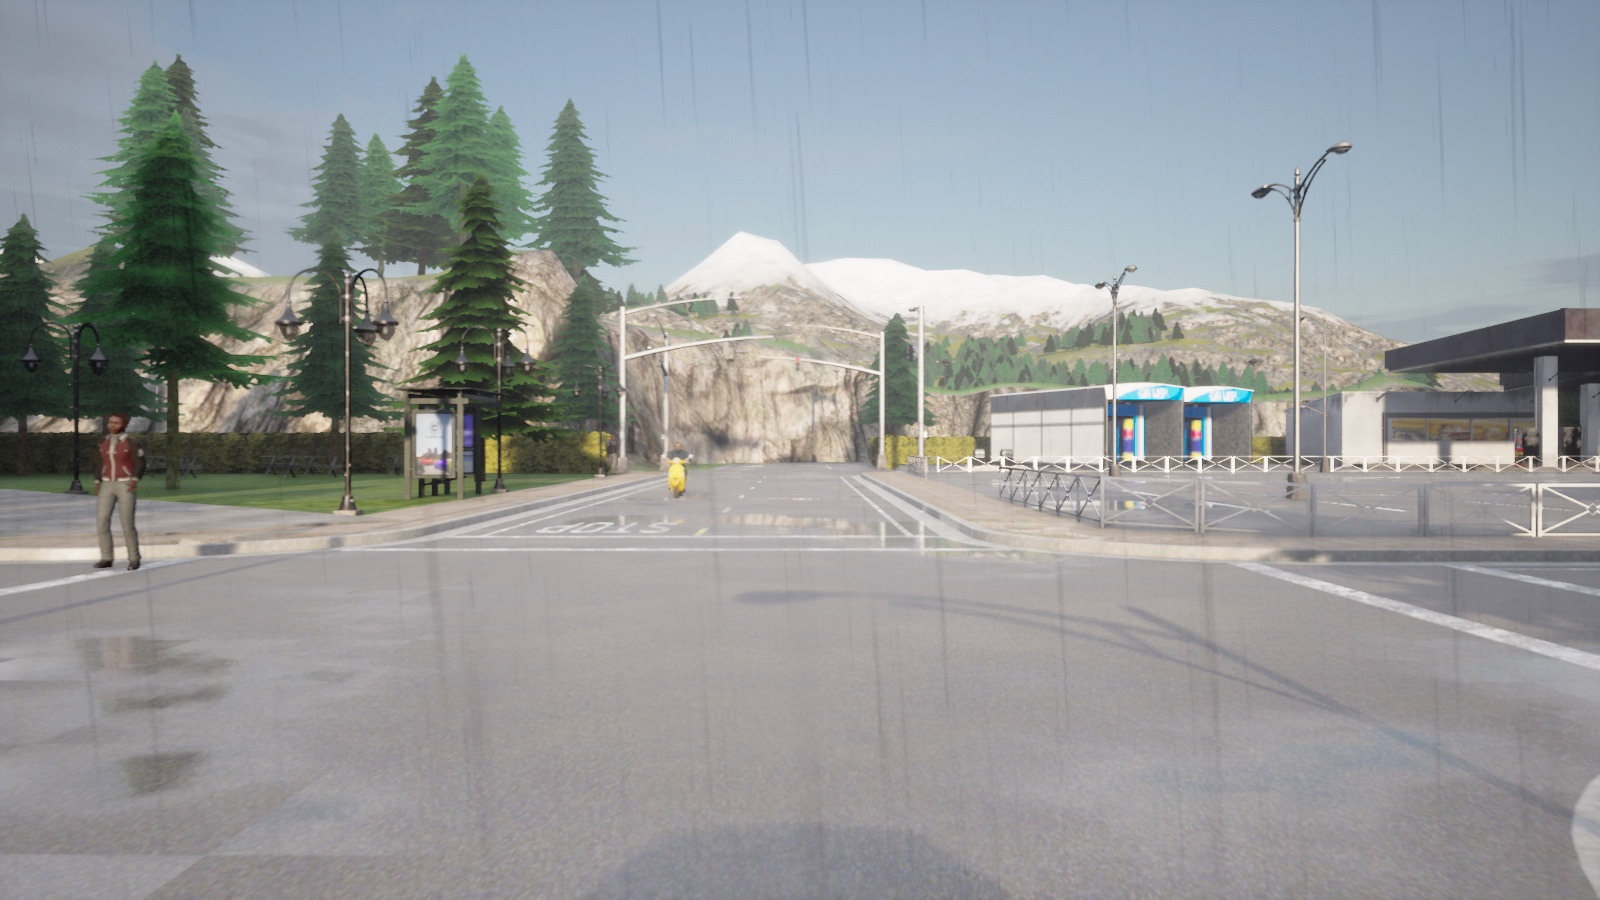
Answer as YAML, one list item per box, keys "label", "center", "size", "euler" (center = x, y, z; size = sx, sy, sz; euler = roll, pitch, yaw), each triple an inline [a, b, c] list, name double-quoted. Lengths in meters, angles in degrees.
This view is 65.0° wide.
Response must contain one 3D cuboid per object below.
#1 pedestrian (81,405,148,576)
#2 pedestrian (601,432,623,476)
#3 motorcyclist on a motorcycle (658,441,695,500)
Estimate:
- label: "pedestrian"
  center: [-7.908, 0.456, 14.504]
  size: [0.402, 1.930, 0.666]
  euler: [0, 0, 0]
- label: "pedestrian"
  center: [-8.133, 0.173, 54.268]
  size: [0.563, 1.883, 0.849]
  euler: [0, 0, -39]
- label: "motorcyclist on a motorcycle"
  center: [-3.432, 0.554, 35.093]
  size: [0.866, 1.590, 1.817]
  euler: [0, 0, 0]
